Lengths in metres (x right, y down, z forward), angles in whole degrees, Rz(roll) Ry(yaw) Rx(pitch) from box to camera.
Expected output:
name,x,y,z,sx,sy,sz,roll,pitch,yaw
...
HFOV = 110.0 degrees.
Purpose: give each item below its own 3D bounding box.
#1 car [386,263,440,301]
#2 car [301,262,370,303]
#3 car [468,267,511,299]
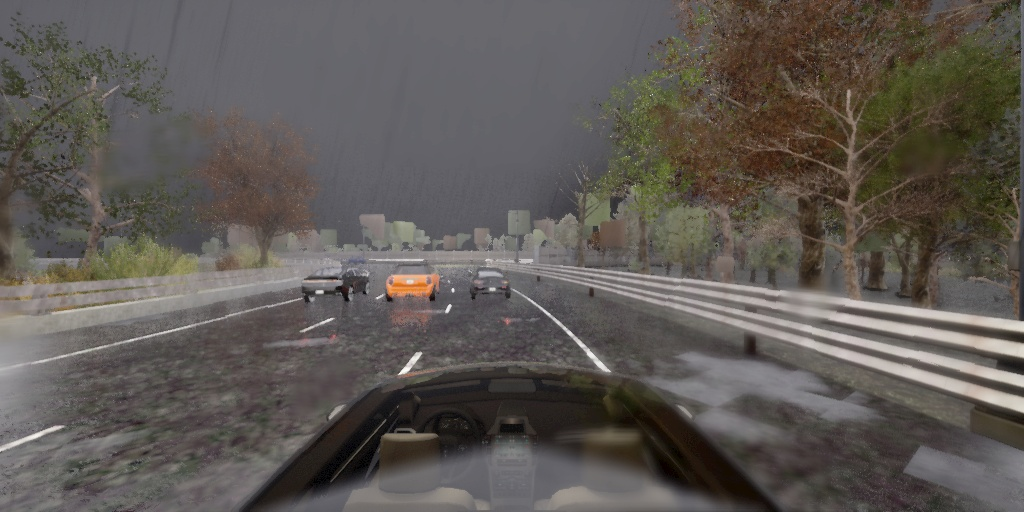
name,x,y,z,sx,sy,sz,roll,pitch,yaw
car,-4.640,1.114,17.337,2.097,1.767,4.553,0,0,-8
car,-8.108,1.243,16.865,2.128,1.511,4.902,0,0,-8
car,-1.180,1.281,17.868,1.812,1.442,4.674,0,0,-8
